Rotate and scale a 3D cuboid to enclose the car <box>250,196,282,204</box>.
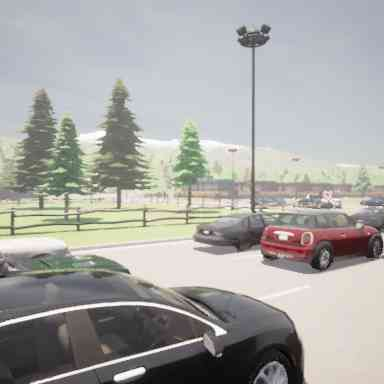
[{"bbox_3d":[12.167,1.728,55.617,2.033,1.411,5.357,0,0,-35],"label":"car"}]

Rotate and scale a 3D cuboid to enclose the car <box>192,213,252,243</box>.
[{"bbox_3d":[2.587,1.591,14.169,5.357,1.411,2.033,0,0,-35],"label":"car"}]

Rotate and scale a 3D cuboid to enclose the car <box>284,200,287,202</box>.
[{"bbox_3d":[14.462,1.548,58.455,2.097,1.767,4.553,0,0,-35],"label":"car"}]

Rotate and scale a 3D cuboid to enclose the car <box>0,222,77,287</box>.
[{"bbox_3d":[-5.582,1.601,8.364,4.718,1.301,1.895,0,0,-35],"label":"car"}]

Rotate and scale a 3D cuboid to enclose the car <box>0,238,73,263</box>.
[{"bbox_3d":[-3.410,1.602,5.613,4.718,1.301,1.895,0,0,-35],"label":"car"}]

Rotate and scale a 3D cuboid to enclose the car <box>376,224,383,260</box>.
[{"bbox_3d":[6.952,1.571,8.684,4.674,1.442,1.812,0,0,-35],"label":"car"}]

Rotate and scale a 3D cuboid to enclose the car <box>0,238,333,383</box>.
[{"bbox_3d":[-0.982,1.509,3.044,4.892,1.490,1.837,0,0,-35],"label":"car"}]

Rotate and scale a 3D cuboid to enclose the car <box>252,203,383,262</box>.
[{"bbox_3d":[4.474,1.395,11.216,4.553,1.767,2.097,0,0,-35],"label":"car"}]

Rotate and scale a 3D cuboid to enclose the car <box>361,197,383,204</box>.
[{"bbox_3d":[28.875,1.583,52.128,2.097,1.767,4.553,0,0,-35],"label":"car"}]

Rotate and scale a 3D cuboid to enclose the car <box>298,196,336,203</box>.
[{"bbox_3d":[17.564,1.686,47.903,1.837,1.490,4.892,0,0,-35],"label":"car"}]

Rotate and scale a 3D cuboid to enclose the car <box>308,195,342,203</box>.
[{"bbox_3d":[19.965,1.417,50.585,2.150,2.045,5.566,0,0,-35],"label":"car"}]
